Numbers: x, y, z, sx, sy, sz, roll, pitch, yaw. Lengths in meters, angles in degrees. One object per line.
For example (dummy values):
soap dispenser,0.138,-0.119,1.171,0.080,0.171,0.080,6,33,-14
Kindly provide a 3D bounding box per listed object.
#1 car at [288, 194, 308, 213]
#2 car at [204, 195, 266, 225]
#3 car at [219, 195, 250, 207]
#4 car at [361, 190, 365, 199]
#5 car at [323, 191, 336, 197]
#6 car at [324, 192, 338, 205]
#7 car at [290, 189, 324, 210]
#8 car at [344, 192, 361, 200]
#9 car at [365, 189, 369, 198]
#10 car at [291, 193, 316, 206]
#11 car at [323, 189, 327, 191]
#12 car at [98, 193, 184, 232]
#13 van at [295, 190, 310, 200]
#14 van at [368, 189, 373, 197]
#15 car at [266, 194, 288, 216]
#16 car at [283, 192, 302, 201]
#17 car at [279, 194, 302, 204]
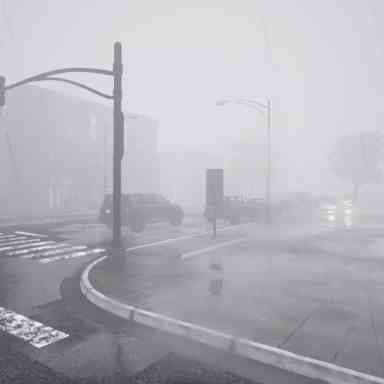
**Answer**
car,9.029,1.195,31.289,2.008,1.369,4.403,1,2,35
car,2.719,1.093,22.169,2.192,1.841,5.009,1,2,35
car,5.287,1.069,40.606,1.947,1.339,4.313,1,2,35
car,31.117,0.750,63.186,1.802,1.307,4.206,1,2,35
car,33.687,0.436,81.616,2.008,1.369,4.403,2,2,35
car,18.495,1.008,44.959,1.947,1.339,4.313,1,2,35
car,12.187,0.892,35.840,2.192,1.841,5.009,1,2,35
car,27.962,0.788,58.628,2.008,1.369,4.403,1,2,35
car,34.370,0.622,67.881,1.752,1.417,4.829,1,2,35
car,15.040,0.924,44.613,1.882,1.535,5.008,1,1,35
car,27.378,0.464,72.500,1.967,1.590,4.097,1,2,35
car,-2.721,1.044,19.056,2.150,2.045,5.566,1,1,35
van,21.067,0.504,63.384,1.690,1.788,3.998,1,2,35
van,40.587,0.301,76.852,1.690,1.788,3.998,1,2,35
car,5.874,1.151,26.729,1.967,1.590,4.097,1,2,35
car,17.813,0.759,58.692,1.752,1.417,4.829,1,2,35
car,14.818,0.970,49.660,1.895,1.301,4.718,1,1,35
